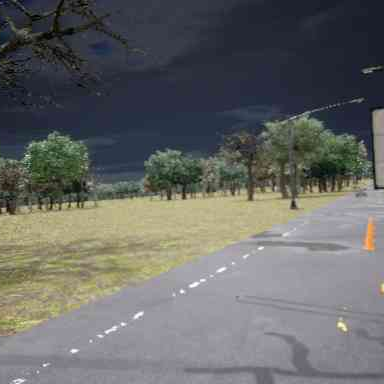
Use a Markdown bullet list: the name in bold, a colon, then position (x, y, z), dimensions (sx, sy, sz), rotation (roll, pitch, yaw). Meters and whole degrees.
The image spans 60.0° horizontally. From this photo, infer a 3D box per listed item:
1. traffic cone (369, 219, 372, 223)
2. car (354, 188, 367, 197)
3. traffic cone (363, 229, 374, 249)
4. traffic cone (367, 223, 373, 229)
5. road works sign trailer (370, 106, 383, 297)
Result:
- **traffic cone**: position (8.218, 1.647, 15.360), dimensions (0.340, 0.580, 0.340), rotation (-3, 0, 29)
- **car**: position (30.634, 0.152, 60.197), dimensions (1.837, 1.490, 4.892), rotation (-3, 0, 29)
- **traffic cone**: position (6.286, 1.726, 11.859), dimensions (0.340, 0.580, 0.340), rotation (-3, 0, 29)
- **traffic cone**: position (7.252, 1.688, 13.609), dimensions (0.340, 0.580, 0.340), rotation (-3, 0, 29)
- **road works sign trailer**: position (4.127, 0.296, 5.024), dimensions (2.380, 3.560, 2.880), rotation (-3, -1, 29)
